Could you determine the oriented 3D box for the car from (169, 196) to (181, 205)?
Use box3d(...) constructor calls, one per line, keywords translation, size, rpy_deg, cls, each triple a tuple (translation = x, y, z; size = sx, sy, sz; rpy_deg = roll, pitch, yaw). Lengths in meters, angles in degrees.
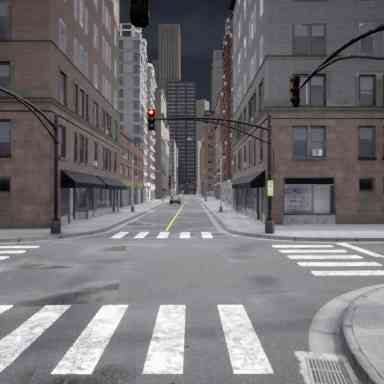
box3d(translation=(-2.989, 1.458, 59.635), size=(1.882, 1.535, 5.008), rpy_deg=(0, 0, 0), cls="car")
